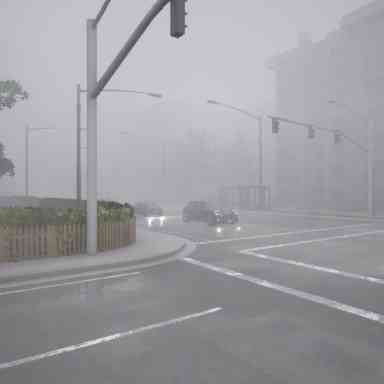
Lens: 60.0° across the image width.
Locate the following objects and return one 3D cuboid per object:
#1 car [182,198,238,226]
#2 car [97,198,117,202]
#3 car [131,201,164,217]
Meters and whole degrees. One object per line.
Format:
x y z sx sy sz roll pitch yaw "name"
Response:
1.219 1.356 23.745 2.097 1.767 4.553 0 0 -35 "car"
-10.346 1.509 40.489 1.837 1.490 4.892 0 0 -34 "car"
-4.449 1.568 31.926 1.994 1.385 4.181 0 0 -35 "car"
